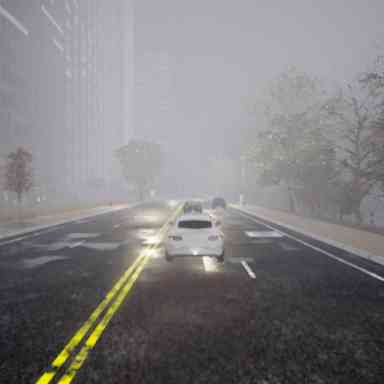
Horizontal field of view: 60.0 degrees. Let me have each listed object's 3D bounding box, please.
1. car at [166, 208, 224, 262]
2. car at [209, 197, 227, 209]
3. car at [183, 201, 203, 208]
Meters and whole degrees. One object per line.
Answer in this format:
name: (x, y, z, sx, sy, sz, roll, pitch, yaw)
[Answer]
car: (0.097, 1.500, 11.947, 1.812, 1.442, 4.674, 0, 0, 0)
car: (3.338, 1.417, 42.461, 1.837, 1.490, 4.892, 0, 1, 0)
car: (0.092, 1.530, 33.408, 1.895, 1.301, 4.718, 0, 0, 0)
